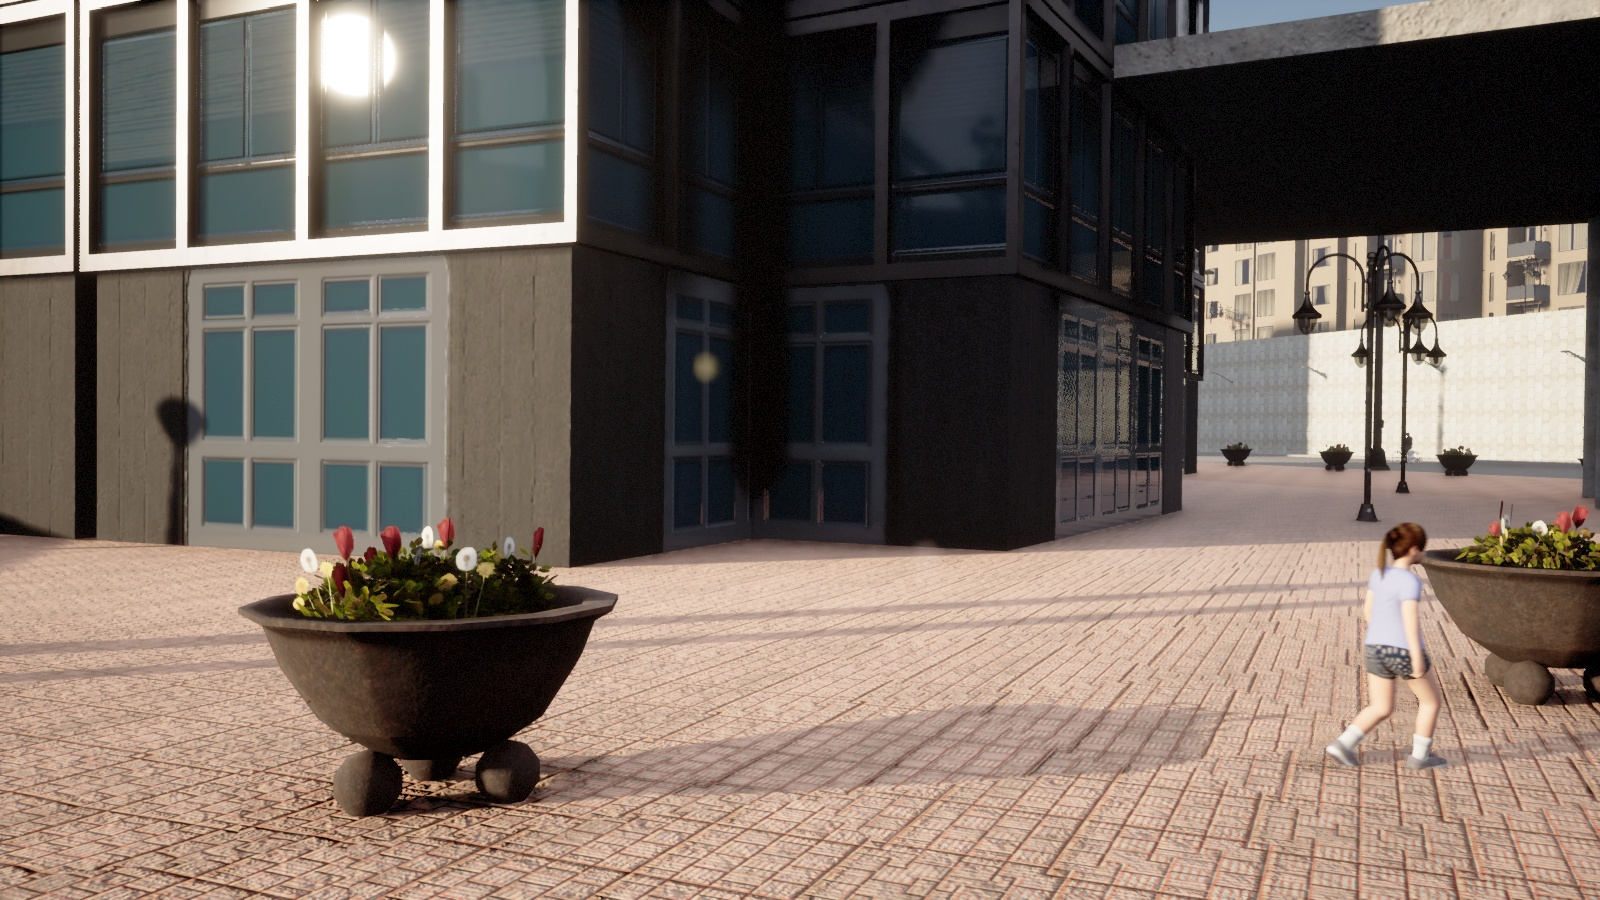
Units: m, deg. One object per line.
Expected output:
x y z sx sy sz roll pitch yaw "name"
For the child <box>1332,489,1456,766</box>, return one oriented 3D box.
2.497 0.730 5.283 0.394 1.110 0.255 -1 1 -12 "child"
